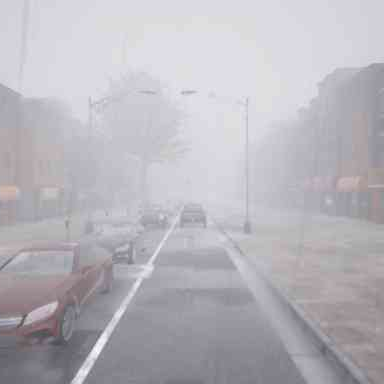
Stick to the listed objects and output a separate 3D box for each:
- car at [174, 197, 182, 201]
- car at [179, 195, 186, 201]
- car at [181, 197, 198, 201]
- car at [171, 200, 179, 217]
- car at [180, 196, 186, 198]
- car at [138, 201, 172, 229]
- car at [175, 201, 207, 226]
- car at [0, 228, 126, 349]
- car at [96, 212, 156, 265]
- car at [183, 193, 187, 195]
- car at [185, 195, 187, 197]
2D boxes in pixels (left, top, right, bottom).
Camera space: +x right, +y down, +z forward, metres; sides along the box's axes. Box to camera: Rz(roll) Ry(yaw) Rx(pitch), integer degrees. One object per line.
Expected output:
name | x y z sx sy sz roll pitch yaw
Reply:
car | -2.662 1.822 45.113 1.887 1.381 4.507 -1 0 0
car | -2.671 1.687 94.946 1.947 1.339 4.313 0 1 0
car | 0.085 1.756 41.714 2.128 1.511 4.902 0 0 0
car | -2.659 1.788 34.043 2.008 1.369 4.403 -1 0 0
car | -2.668 1.862 61.716 1.887 1.381 4.507 -1 0 0
car | -2.658 1.618 22.974 1.967 1.590 4.097 -1 0 0
car | 0.090 1.682 24.906 2.128 1.511 4.902 0 0 0
car | -2.651 1.635 6.370 1.802 1.307 4.206 -1 0 0
car | -2.653 1.649 11.903 2.008 1.369 4.403 -1 0 0
car | -2.670 1.764 89.414 1.802 1.307 4.206 0 1 0
car | -2.669 1.877 72.795 1.947 1.339 4.313 0 0 0
